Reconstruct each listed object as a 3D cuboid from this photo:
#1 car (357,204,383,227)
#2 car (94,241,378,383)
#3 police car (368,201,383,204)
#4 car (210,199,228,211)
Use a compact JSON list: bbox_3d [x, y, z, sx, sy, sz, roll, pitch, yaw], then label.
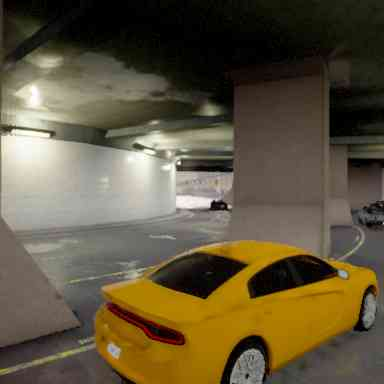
[{"bbox_3d":[13.260,1.767,23.908,1.895,1.301,4.718,0,0,17],"label":"car"},{"bbox_3d":[1.068,1.504,5.080,5.008,1.535,1.882,0,0,-40],"label":"car"},{"bbox_3d":[18.189,1.650,31.970,1.930,1.638,5.238,0,0,5],"label":"police car"},{"bbox_3d":[3.593,1.696,44.605,2.128,1.511,4.902,0,0,-6],"label":"car"}]
